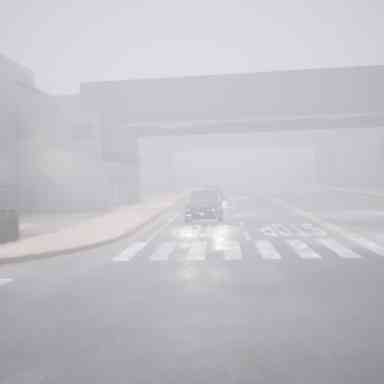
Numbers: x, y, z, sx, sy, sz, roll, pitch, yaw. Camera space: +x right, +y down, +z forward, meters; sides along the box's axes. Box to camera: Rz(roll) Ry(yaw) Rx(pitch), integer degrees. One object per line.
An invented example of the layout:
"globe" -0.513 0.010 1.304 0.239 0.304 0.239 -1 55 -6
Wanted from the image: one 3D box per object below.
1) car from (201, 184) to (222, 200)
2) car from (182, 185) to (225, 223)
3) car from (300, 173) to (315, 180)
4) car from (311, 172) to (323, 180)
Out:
"car" 1.993 -0.061 32.959 1.895 1.301 4.718 -2 3 5
"car" 0.652 0.632 17.382 1.837 1.490 4.892 -2 3 5
"car" 30.502 -4.136 89.011 1.932 1.855 4.605 -2 3 5
"car" 33.380 -4.215 88.714 1.905 1.878 3.866 -2 3 5
